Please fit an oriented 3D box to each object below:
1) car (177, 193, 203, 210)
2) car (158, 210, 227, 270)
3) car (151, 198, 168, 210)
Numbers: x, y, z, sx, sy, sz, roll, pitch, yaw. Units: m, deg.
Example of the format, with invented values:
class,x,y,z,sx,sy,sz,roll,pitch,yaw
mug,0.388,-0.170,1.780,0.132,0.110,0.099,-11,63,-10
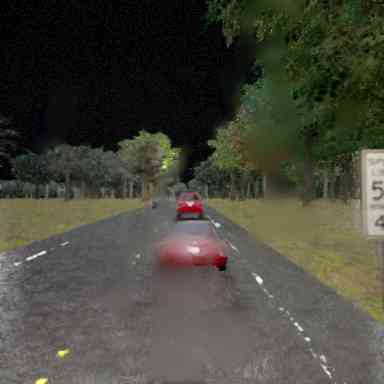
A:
class,x,y,z,sx,sy,sz,roll,pitch,yaw
car,-0.173,1.129,29.374,2.150,2.045,5.566,0,0,-1
car,0.005,1.510,10.864,1.994,1.385,4.181,0,0,-1
car,-3.987,1.468,42.157,2.033,1.411,5.357,0,0,0
